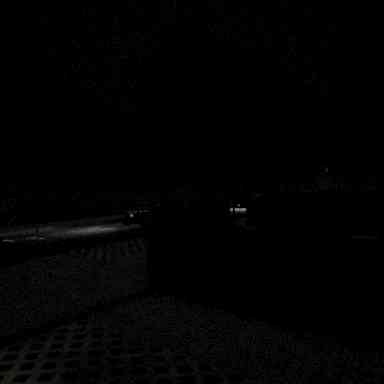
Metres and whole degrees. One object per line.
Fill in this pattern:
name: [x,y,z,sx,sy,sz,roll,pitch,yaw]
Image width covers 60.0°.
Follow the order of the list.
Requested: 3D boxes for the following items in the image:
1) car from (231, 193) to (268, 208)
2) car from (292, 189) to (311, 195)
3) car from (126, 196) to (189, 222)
car: [5.826,0.763,32.717,2.033,1.411,5.357,0,2,36]
car: [15.223,0.321,45.773,1.812,1.442,4.674,0,1,35]
car: [-2.138,1.065,21.522,2.128,1.511,4.902,0,1,35]
